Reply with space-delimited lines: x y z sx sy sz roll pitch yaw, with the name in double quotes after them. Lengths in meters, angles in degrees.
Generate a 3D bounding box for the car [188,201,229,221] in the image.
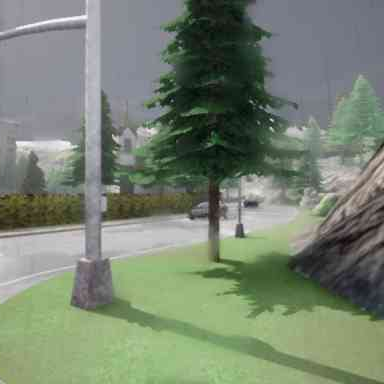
1.434 1.495 27.026 1.837 1.490 4.892 0 0 29 "car"

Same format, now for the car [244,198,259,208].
8.639 1.587 48.437 1.895 1.301 4.718 0 0 6 "car"
